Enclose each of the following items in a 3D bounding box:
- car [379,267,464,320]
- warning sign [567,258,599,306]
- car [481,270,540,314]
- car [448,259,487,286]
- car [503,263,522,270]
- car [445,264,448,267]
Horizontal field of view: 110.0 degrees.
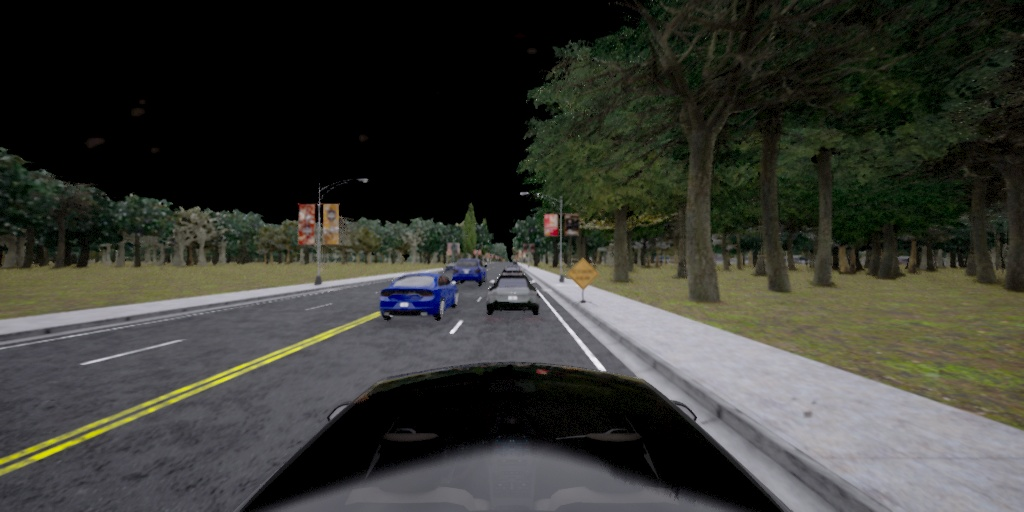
[{"bbox_3d":[-3.216,1.348,13.277,1.882,1.535,5.008,0,-1,1],"label":"car"},{"bbox_3d":[2.850,0.996,14.361,1.300,1.860,1.060,0,0,0],"label":"warning sign"},{"bbox_3d":[0.046,1.448,14.500,1.994,1.385,4.181,0,0,1],"label":"car"},{"bbox_3d":[-3.219,1.253,28.152,2.150,2.045,5.566,0,0,1],"label":"car"},{"bbox_3d":[0.043,1.533,29.217,2.128,1.511,4.902,0,-1,1],"label":"car"},{"bbox_3d":[-9.805,1.917,58.647,2.033,1.411,5.357,0,-1,1],"label":"car"}]
